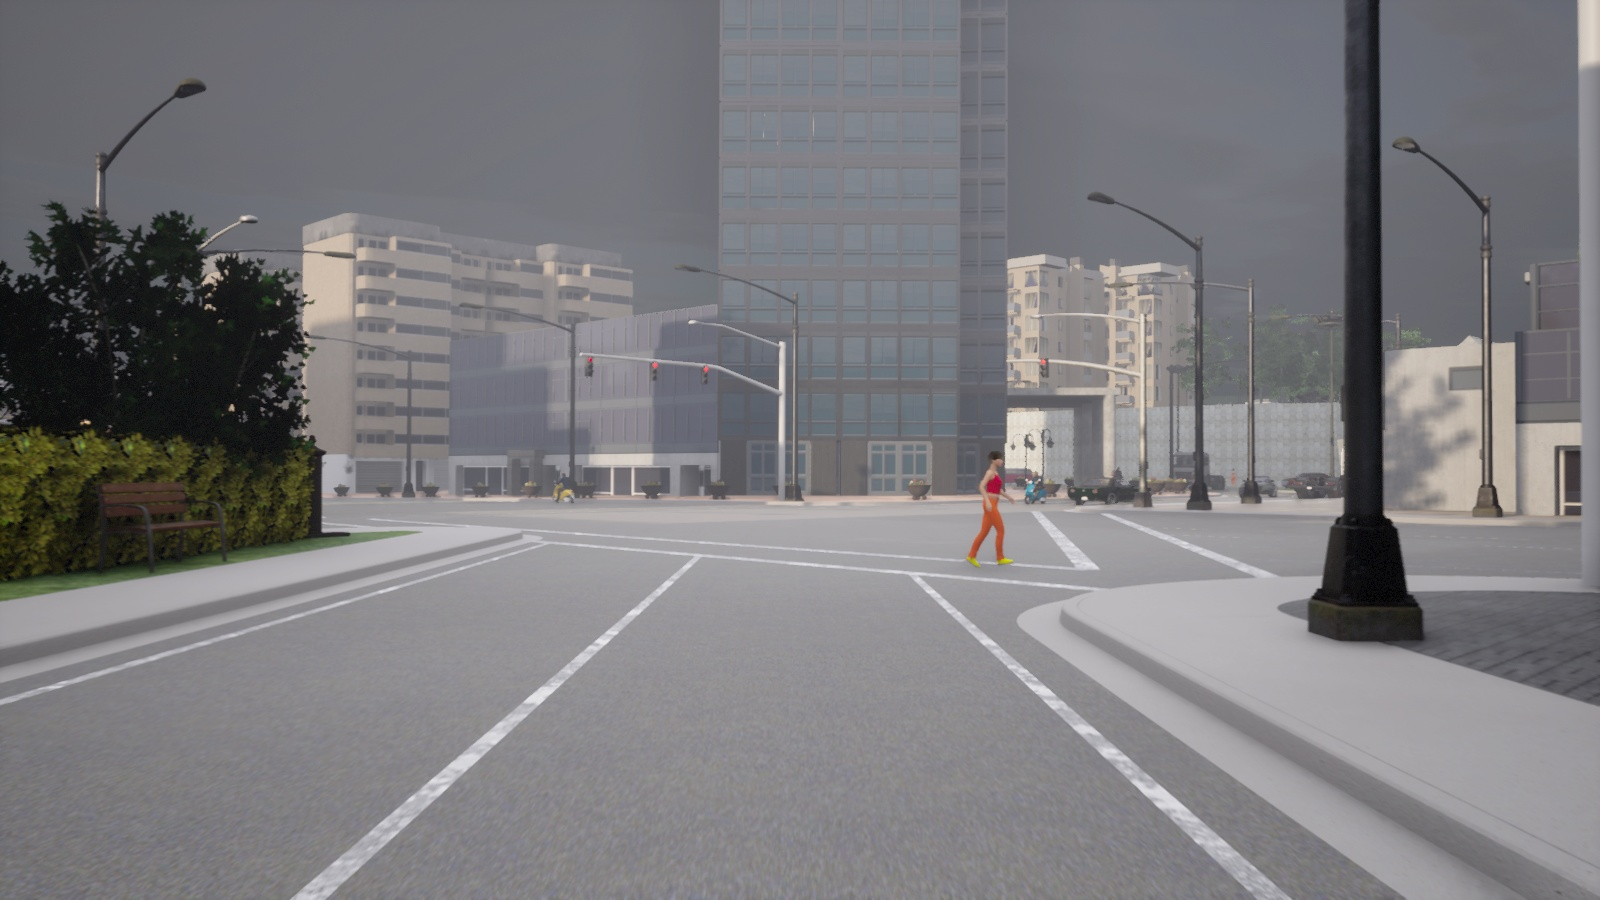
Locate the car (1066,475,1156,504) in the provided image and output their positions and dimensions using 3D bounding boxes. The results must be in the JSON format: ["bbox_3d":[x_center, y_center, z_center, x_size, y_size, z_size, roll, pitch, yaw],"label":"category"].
[{"bbox_3d":[14.765,1.852,59.476,4.718,1.301,1.895,1,-1,-44],"label":"car"}]

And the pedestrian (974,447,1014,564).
[{"bbox_3d":[3.089,0.883,19.985,0.594,1.836,0.345,0,-1,15],"label":"pedestrian"}]

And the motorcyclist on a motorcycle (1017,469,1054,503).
[{"bbox_3d":[11.475,1.745,61.119,1.817,1.590,0.866,1,-1,-45],"label":"motorcyclist on a motorcycle"}]

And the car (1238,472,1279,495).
[{"bbox_3d":[29.149,2.098,79.835,1.994,1.385,4.181,-1,-1,26],"label":"car"}]

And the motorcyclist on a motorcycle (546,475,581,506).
[{"bbox_3d":[-12.209,2.081,64.739,0.866,1.590,1.817,1,-2,-45],"label":"motorcyclist on a motorcycle"}]

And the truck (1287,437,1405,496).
[{"bbox_3d":[33.323,0.984,76.567,7.936,3.462,2.891,0,-1,-36],"label":"truck"}]
